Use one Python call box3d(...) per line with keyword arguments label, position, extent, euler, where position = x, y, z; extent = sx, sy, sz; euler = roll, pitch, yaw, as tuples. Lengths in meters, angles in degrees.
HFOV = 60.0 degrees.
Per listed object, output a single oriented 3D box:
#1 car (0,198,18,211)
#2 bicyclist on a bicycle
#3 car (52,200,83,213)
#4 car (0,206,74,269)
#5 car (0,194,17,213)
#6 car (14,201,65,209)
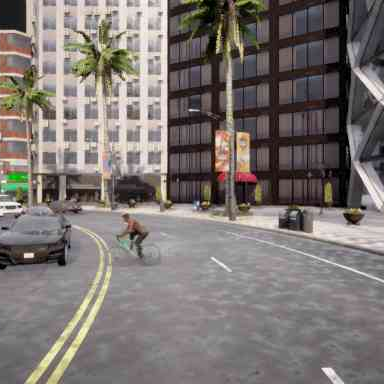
box3d(label="car", position=(-23.673, 1.526, 40.649), extent=(4.674, 1.442, 1.812), euler=(0, 0, 24))
box3d(label="bicyclist on a bicycle", position=(-1.780, 1.455, 9.964), extent=(1.656, 1.620, 0.582), euler=(-2, 0, -12))
box3d(label="car", position=(-13.846, 1.548, 35.177), extent=(5.357, 1.411, 2.033), euler=(0, 0, 36))
box3d(label="car", position=(-5.267, 1.478, 11.543), extent=(1.882, 1.535, 5.008), euler=(0, 0, -18))
box3d(label="car", position=(-16.602, 1.221, 28.428), extent=(5.566, 2.045, 2.150), euler=(0, 0, 39))
box3d(label="car", position=(-9.575, 1.526, 20.645), extent=(1.812, 1.442, 4.674), euler=(0, 0, -35))
